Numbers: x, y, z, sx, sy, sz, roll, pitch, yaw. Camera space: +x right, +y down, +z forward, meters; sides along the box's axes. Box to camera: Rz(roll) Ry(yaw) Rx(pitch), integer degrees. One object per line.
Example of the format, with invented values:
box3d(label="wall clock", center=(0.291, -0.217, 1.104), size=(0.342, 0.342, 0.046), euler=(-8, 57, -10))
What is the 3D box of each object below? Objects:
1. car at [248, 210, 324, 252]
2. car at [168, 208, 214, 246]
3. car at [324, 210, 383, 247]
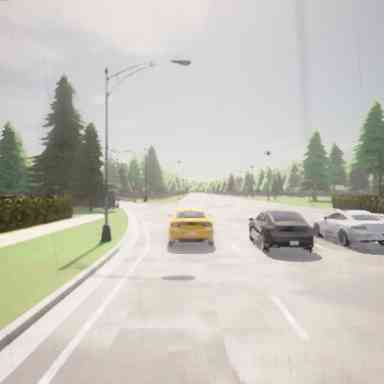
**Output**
box3d(label="car", center=(3.568, 1.507, 13.960), size=(1.837, 1.490, 4.892), euler=(0, 0, 0))
box3d(label="car", center=(-0.093, 1.478, 15.422), size=(1.882, 1.535, 5.008), euler=(0, 0, -2))
box3d(label="car", center=(7.071, 1.526, 14.906), size=(1.812, 1.442, 4.674), euler=(0, 0, 0))
